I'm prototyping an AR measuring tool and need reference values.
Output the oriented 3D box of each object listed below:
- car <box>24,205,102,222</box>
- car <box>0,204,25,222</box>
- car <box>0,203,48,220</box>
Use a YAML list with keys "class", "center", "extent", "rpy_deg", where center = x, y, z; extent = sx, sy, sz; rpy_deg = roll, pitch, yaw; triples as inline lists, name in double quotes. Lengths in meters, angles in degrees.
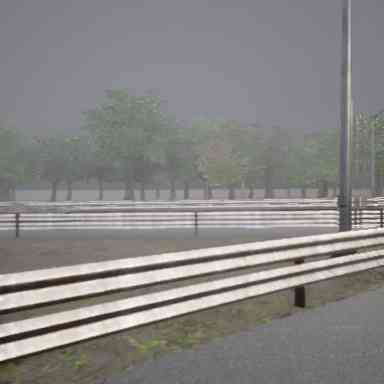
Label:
- class: "car"
  center: [-9.133, 1.760, 24.379]
  extent: [4.902, 1.511, 2.128]
  rpy_deg: [-1, 1, 2]
- class: "car"
  center: [-14.728, 1.868, 28.015]
  extent: [4.181, 1.385, 1.994]
  rpy_deg: [-1, 1, 2]
- class: "car"
  center: [-16.797, 1.834, 31.601]
  extent: [5.357, 1.411, 2.033]
  rpy_deg: [-1, 1, 2]
